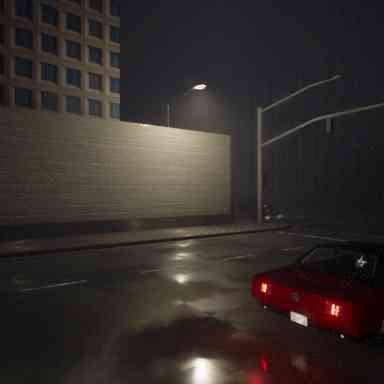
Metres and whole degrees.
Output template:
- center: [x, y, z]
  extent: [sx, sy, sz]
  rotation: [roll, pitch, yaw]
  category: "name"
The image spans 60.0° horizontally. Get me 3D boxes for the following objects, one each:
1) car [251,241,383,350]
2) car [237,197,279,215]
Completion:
- center: [3.418, 1.601, 6.225]
  extent: [4.718, 1.301, 1.895]
  rotation: [0, 0, -35]
  category: "car"
- center: [6.813, 1.407, 34.686]
  extent: [2.097, 1.767, 4.553]
  rotation: [0, 0, -35]
  category: "car"
